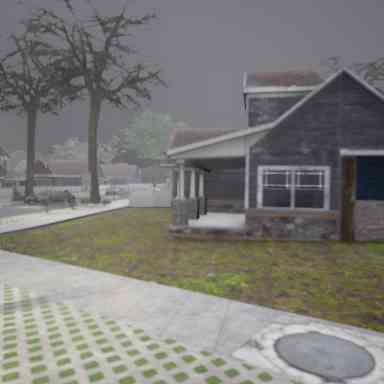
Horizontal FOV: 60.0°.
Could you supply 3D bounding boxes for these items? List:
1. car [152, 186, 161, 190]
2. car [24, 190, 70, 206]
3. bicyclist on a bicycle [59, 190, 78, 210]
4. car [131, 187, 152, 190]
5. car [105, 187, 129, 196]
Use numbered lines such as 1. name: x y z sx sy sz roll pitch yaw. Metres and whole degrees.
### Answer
1. car: -6.532 -0.394 61.447 1.895 1.301 4.718 1 2 10
2. car: -14.469 0.521 33.592 2.033 1.411 5.357 1 2 10
3. bicyclist on a bicycle: -9.811 0.633 26.400 1.656 1.620 0.582 1 2 10
4. car: -8.258 -0.056 51.592 1.895 1.301 4.718 1 2 11
5. car: -11.441 -0.077 50.089 1.994 1.385 4.181 1 2 11
